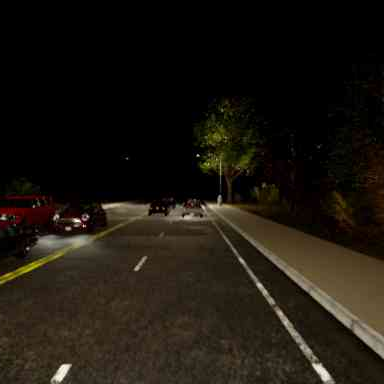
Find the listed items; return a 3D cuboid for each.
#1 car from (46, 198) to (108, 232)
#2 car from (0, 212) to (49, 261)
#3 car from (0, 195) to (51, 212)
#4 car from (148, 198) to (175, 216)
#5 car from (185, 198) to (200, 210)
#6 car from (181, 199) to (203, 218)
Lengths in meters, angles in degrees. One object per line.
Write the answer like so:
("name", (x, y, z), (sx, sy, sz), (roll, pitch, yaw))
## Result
("car", (-6.567, 1.366, 19.923), (2.097, 1.767, 4.553), (0, 0, 0))
("car", (-6.577, 1.556, 10.030), (2.033, 1.411, 5.357), (0, 0, 0))
("car", (-9.736, 1.231, 19.089), (2.150, 2.045, 5.566), (0, 0, 0))
("car", (-3.186, 1.563, 33.164), (2.033, 1.411, 5.357), (0, 0, 1))
("car", (0.084, 1.577, 44.905), (1.994, 1.385, 4.181), (0, 0, 0))
("car", (0.031, 1.617, 30.494), (1.895, 1.301, 4.718), (0, 0, 1))
